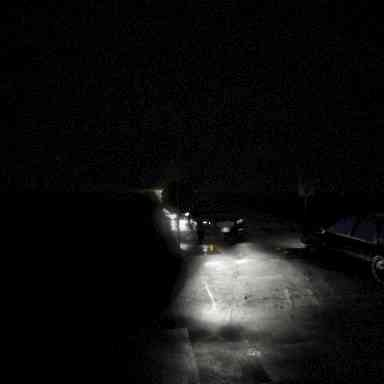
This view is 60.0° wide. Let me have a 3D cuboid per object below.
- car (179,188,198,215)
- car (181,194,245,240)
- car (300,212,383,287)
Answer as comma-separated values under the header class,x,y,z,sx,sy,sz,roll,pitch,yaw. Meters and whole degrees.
class,x,y,z,sx,sy,sz,roll,pitch,yaw
car,-0.227,0.765,24.133,1.837,1.490,4.892,-2,2,-7
car,0.935,1.069,14.869,2.128,1.511,4.902,-2,2,-7
car,4.711,1.238,8.454,2.033,1.411,5.357,-2,2,-7
